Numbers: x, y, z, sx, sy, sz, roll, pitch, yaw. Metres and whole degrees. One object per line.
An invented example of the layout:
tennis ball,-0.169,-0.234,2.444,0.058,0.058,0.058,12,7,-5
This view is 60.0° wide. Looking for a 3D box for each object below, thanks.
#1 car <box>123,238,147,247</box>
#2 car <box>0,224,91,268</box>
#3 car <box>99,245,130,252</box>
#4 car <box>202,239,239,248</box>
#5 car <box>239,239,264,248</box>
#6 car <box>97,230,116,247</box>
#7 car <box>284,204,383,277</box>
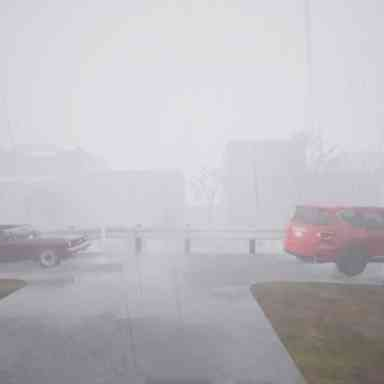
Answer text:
car,-6.113,4.890,35.262,2.163,1.488,4.792,1,-1,-18
car,-5.989,1.768,11.336,4.718,1.301,1.895,-1,0,2
car,-4.359,4.619,18.248,2.435,2.045,5.566,0,1,-18
car,2.736,4.733,35.045,2.185,1.767,4.553,1,-1,-18
car,5.708,4.859,34.923,2.231,1.521,4.892,0,-1,-18
car,-9.152,4.860,35.548,1.946,1.575,5.366,0,-1,-18
car,5.754,1.471,11.075,5.566,2.045,2.150,2,0,-21
